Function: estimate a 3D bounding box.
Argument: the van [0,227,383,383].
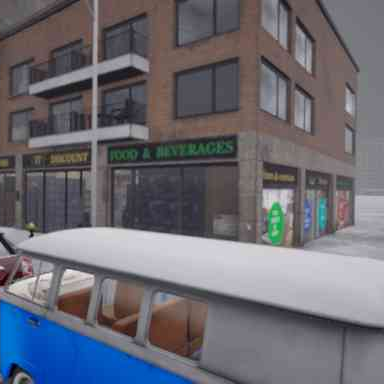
[{"bbox_3d":[-0.184,1.315,2.975,3.998,1.788,1.690,1,1,35],"label":"van"}]
